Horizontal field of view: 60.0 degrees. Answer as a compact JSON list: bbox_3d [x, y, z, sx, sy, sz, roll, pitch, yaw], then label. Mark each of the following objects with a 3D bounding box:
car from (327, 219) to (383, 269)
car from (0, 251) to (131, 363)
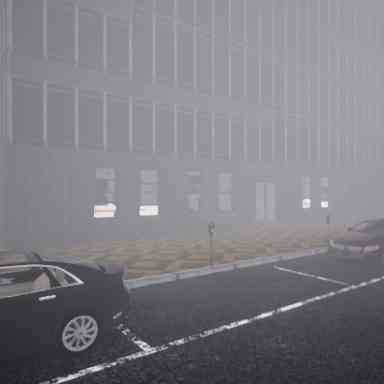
[{"bbox_3d":[6.258,1.576,11.057,4.206,1.307,1.802,0,0,-36],"label":"car"},{"bbox_3d":[-2.994,1.551,4.424,4.403,1.369,2.008,0,0,-36],"label":"car"}]
